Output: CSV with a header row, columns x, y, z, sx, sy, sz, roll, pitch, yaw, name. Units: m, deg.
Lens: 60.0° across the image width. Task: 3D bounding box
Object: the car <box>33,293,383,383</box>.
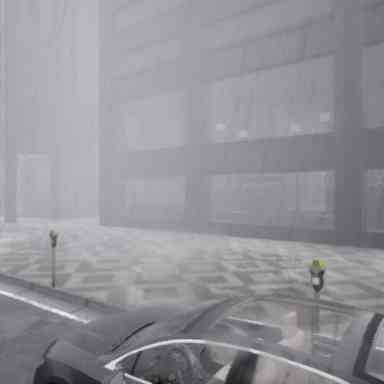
x,y,z,sx,sy,sz,roll,pitch,yaw,name
0.481,1.554,2.619,4.403,1.369,2.008,0,0,35,car
